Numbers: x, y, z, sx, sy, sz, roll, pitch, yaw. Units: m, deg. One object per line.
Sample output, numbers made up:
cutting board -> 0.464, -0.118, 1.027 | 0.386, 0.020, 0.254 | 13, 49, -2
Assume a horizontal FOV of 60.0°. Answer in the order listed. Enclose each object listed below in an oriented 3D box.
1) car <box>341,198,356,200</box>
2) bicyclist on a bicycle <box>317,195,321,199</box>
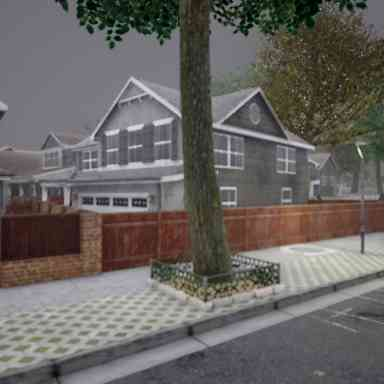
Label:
car -> 14.045, 1.343, 29.265 | 5.008, 1.535, 1.882 | 1, 1, 43
bicyclist on a bicycle -> 14.188, 1.114, 37.124 | 0.582, 1.620, 1.656 | 1, 1, 43
